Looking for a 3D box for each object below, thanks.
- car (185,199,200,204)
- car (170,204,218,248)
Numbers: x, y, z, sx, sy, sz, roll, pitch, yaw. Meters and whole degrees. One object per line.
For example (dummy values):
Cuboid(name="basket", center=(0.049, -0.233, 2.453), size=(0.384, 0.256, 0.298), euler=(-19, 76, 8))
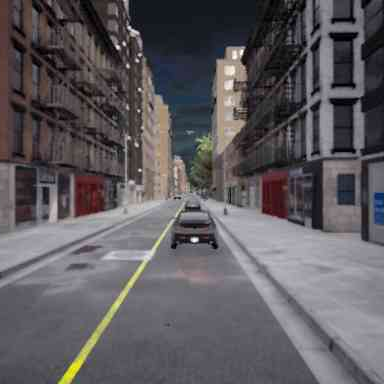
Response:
Cuboid(name="car", center=(0.089, 1.575, 41.534), size=(1.994, 1.385, 4.181), euler=(0, 0, 0))
Cuboid(name="car", center=(0.097, 1.509, 14.689), size=(1.837, 1.490, 4.892), euler=(0, 0, 0))
